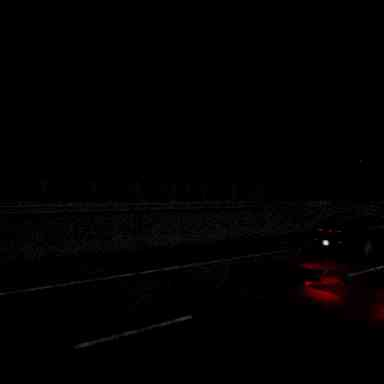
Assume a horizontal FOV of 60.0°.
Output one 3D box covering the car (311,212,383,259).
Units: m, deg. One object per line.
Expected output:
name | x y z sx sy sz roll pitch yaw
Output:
car | 6.630 1.559 12.836 4.892 1.490 1.837 2 -1 -34

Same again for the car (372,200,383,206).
car | 29.435 2.009 50.753 5.008 1.535 1.882 1 -1 -35

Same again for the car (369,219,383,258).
car | 7.136 1.538 8.906 4.902 1.511 2.128 0 0 -35
